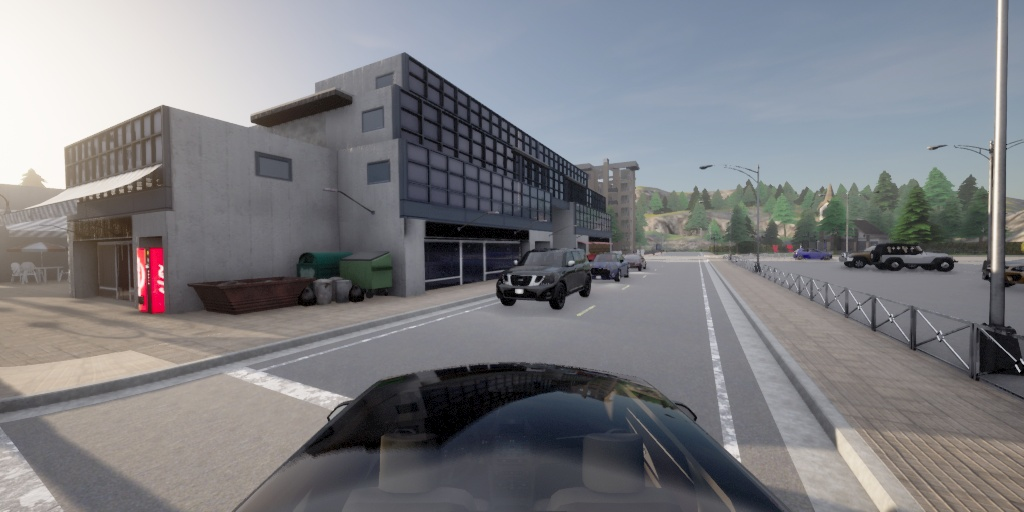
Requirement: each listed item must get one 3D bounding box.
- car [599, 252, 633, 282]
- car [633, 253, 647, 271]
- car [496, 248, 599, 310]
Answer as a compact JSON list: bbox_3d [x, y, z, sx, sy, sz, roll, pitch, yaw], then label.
[{"bbox_3d":[6.007,0.592,22.637,2.097,1.767,4.553,0,1,27],"label":"car"},{"bbox_3d":[10.707,0.507,31.726,1.812,1.442,4.674,0,1,28],"label":"car"},{"bbox_3d":[1.494,0.710,13.897,2.150,2.045,5.566,0,1,27],"label":"car"}]
